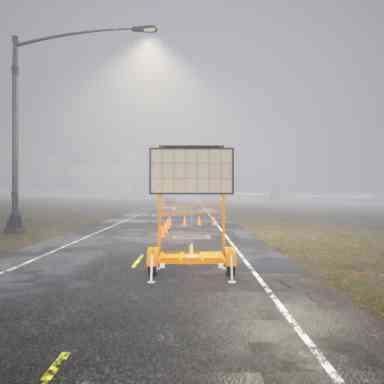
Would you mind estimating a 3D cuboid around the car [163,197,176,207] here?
[{"bbox_3d":[-3.550,1.481,52.759,1.882,1.535,5.008,0,0,0],"label":"car"}]

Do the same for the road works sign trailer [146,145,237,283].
[{"bbox_3d":[-0.010,0.465,9.619,2.380,3.560,2.880,0,0,0],"label":"road works sign trailer"}]
